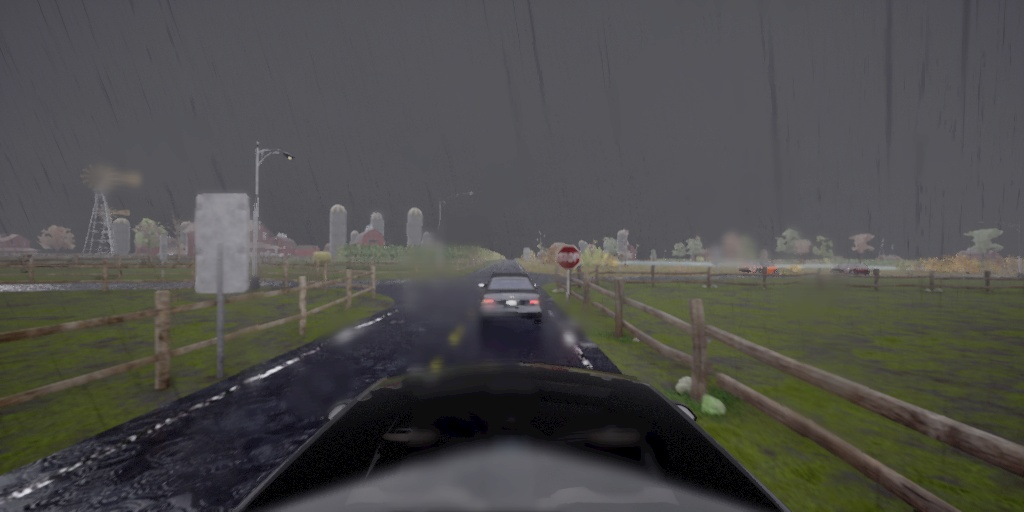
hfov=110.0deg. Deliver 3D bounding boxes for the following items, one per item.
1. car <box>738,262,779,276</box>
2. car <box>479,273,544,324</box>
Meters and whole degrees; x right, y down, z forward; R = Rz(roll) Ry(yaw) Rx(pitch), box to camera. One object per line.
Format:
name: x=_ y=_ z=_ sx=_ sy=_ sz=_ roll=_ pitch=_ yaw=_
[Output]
car: x=29.066 y=1.461 z=42.330 sx=4.553 sy=1.767 sz=2.097 roll=1 pitch=-1 yaw=-19
car: x=-0.106 y=1.259 z=11.853 sx=2.033 sy=1.411 sz=5.357 roll=0 pitch=0 yaw=-3
